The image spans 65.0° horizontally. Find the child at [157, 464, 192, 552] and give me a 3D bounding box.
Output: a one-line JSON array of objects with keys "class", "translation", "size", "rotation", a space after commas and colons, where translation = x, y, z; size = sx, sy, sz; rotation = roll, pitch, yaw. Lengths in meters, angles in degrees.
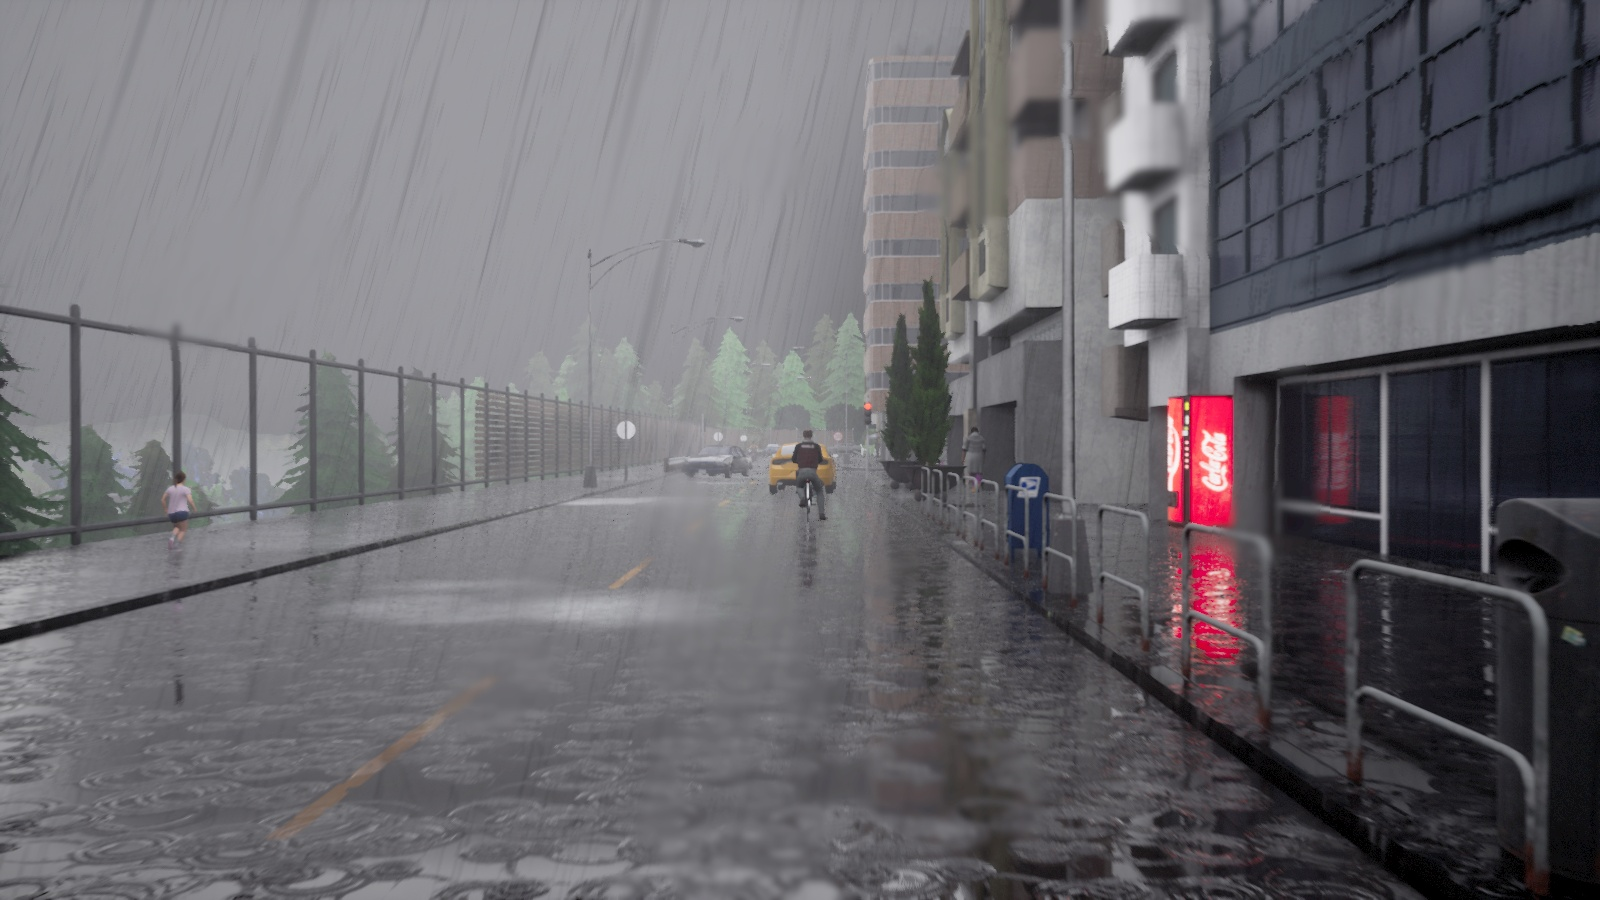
[{"class": "child", "translation": [-8.075, 0.738, 16.213], "size": [0.255, 1.110, 0.394], "rotation": [0, 0, 1]}]

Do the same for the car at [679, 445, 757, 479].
[{"class": "car", "translation": [-3.475, 0.485, 54.334], "size": [2.033, 1.411, 5.357], "rotation": [0, 0, 12]}]

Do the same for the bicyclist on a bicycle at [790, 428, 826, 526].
[{"class": "bicyclist on a bicycle", "translation": [0.147, 0.484, 23.673], "size": [0.659, 1.776, 1.843], "rotation": [0, 1, 0]}]

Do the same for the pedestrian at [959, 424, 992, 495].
[{"class": "pedestrian", "translation": [4.862, 0.262, 34.869], "size": [0.659, 1.952, 0.873], "rotation": [0, 0, -10]}]

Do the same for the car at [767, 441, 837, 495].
[{"class": "car", "translation": [0.125, 0.508, 38.447], "size": [1.882, 1.535, 5.008], "rotation": [0, 0, 3]}]
